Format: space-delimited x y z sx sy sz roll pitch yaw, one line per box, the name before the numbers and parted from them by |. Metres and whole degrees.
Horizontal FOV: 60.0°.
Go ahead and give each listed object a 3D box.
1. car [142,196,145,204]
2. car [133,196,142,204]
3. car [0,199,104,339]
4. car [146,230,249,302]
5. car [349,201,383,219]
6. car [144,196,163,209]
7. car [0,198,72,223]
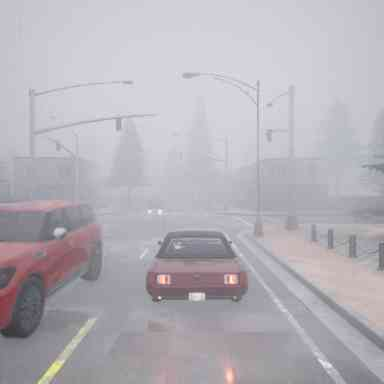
car | -6.325 1.470 52.192 1.837 1.490 4.892 0 0 -15
car | -9.576 1.443 61.929 1.882 1.535 5.008 0 0 -23
car | -3.524 1.221 6.960 2.150 2.045 5.566 0 0 1
car | 0.074 1.601 8.227 1.895 1.301 4.718 0 0 -1
car | 15.771 1.476 27.886 4.902 1.511 2.128 0 0 2
car | -4.823 1.530 43.443 1.994 1.385 4.181 0 0 -6
car | -11.659 1.337 25.013 4.553 1.767 2.097 0 0 2
